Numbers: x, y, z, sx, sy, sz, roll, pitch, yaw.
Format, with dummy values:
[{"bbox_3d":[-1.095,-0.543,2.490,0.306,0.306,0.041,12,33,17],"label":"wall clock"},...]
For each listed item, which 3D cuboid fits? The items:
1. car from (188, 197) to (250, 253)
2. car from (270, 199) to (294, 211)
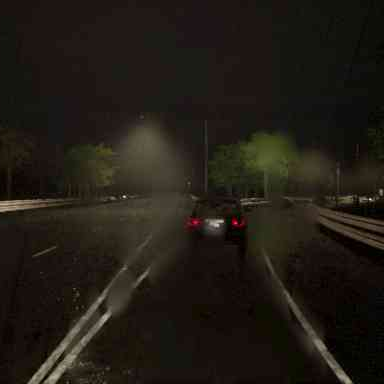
[{"bbox_3d":[1.250,1.231,14.040,2.150,2.045,5.566,0,0,10],"label":"car"},{"bbox_3d":[11.478,1.585,42.372,2.033,1.411,5.357,0,0,30],"label":"car"}]
